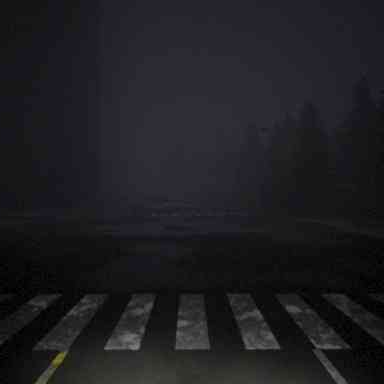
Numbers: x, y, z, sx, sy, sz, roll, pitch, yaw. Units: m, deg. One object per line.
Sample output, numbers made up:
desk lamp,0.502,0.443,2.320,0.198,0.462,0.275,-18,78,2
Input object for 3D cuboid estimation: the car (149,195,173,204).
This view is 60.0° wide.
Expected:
car,-5.149,1.225,54.918,1.895,1.301,4.718,0,1,-41
